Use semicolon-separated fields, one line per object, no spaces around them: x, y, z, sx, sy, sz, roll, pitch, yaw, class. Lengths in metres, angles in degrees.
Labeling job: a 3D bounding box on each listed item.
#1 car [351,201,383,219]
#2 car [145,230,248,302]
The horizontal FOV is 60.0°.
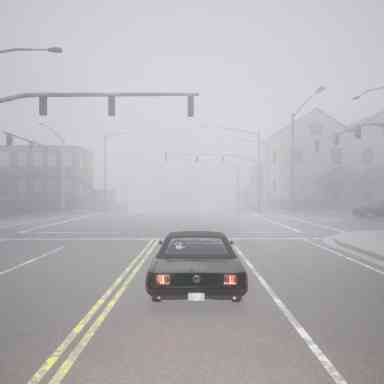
16.170;1.478;28.181;5.008;1.535;1.882;0;0;-1;car
0.101;1.601;8.210;1.895;1.301;4.718;0;0;0;car
